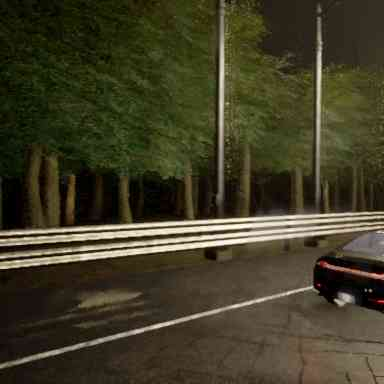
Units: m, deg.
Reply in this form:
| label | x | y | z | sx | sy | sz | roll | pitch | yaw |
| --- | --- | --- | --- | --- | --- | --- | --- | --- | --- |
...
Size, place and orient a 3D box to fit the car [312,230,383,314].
| label | x | y | z | sx | sy | sz | roll | pitch | yaw |
| --- | --- | --- | --- | --- | --- | --- | --- | --- | --- |
| car | 4.540 | 1.545 | 6.846 | 4.902 | 1.511 | 2.128 | 1 | 0 | -34 |
